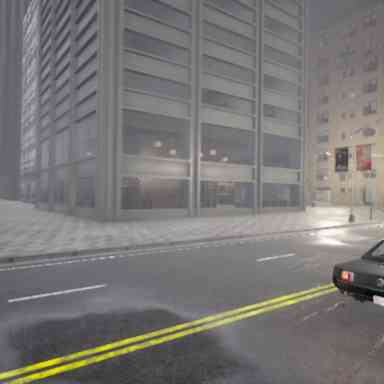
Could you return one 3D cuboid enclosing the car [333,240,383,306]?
[{"bbox_3d":[5.141,1.637,7.103,4.718,1.301,1.895,0,0,-35],"label":"car"}]
